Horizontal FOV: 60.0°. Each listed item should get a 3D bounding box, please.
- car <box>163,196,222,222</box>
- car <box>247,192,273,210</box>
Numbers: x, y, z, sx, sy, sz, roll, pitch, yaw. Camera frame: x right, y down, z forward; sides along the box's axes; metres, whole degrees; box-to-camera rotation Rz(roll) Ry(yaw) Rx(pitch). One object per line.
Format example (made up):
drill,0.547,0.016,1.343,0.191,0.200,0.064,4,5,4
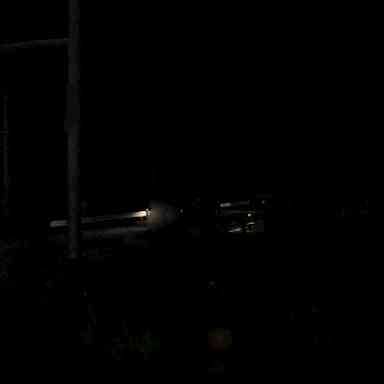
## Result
car,0.117,1.091,22.924,2.128,1.511,4.902,0,3,41
car,6.993,0.779,30.623,1.882,1.535,5.008,0,1,42
